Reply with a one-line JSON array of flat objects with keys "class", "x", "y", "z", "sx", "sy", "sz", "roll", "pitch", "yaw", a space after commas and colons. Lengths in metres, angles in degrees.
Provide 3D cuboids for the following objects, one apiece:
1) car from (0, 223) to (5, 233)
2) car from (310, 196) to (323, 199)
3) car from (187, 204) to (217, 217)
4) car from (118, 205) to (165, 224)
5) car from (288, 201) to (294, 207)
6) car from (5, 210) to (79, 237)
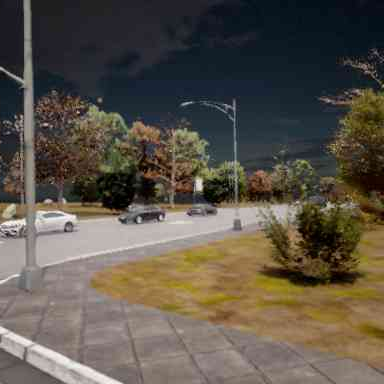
[{"class": "car", "x": -7.254, "y": 1.693, "z": 8.673, "sx": 2.033, "sy": 1.411, "sz": 5.357, "roll": -1, "pitch": -1, "yaw": -6}, {"class": "car", "x": 20.069, "y": 1.609, "z": 53.556, "sx": 2.150, "sy": 2.045, "sz": 5.566, "roll": -2, "pitch": -1, "yaw": 33}, {"class": "car", "x": 1.124, "y": 1.978, "z": 37.005, "sx": 1.994, "sy": 1.385, "sz": 4.181, "roll": -2, "pitch": -1, "yaw": 31}, {"class": "car", "x": -4.234, "y": 1.887, "z": 28.544, "sx": 1.837, "sy": 1.490, "sz": 4.892, "roll": -2, "pitch": -1, "yaw": 32}, {"class": "car", "x": 17.863, "y": 2.090, "z": 56.572, "sx": 1.895, "sy": 1.301, "sz": 4.718, "roll": -2, "pitch": -1, "yaw": 33}, {"class": "car", "x": -9.353, "y": 1.899, "z": 20.780, "sx": 1.812, "sy": 1.442, "sz": 4.674, "roll": -2, "pitch": -1, "yaw": 34}]
